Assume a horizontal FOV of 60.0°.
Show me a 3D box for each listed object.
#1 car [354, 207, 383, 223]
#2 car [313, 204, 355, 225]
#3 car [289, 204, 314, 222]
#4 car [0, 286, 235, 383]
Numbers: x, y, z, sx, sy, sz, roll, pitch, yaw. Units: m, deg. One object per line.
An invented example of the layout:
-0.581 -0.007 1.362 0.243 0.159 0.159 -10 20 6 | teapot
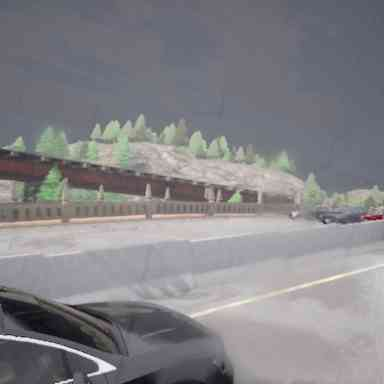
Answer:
12.994 1.803 21.845 4.718 1.301 1.895 3 -2 -35 | car
11.906 1.800 25.367 5.357 1.411 2.033 3 -2 -35 | car
10.390 1.773 28.583 4.902 1.511 2.128 3 -2 -35 | car
-1.844 1.504 2.430 4.892 1.490 1.837 0 0 -35 | car
